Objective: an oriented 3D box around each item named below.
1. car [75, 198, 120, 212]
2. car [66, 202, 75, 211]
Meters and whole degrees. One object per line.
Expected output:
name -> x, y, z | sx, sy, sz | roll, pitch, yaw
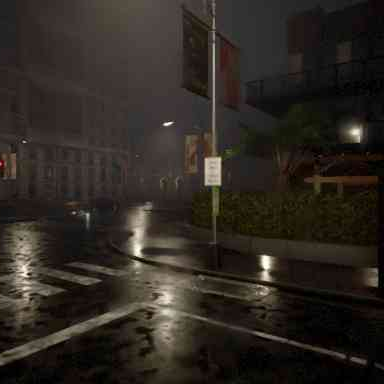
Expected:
car -> -10.553, 1.505, 38.334 | 1.837, 1.490, 4.892 | 0, 0, 36
car -> -13.050, 1.478, 40.877 | 1.882, 1.535, 5.008 | 0, 0, 35
